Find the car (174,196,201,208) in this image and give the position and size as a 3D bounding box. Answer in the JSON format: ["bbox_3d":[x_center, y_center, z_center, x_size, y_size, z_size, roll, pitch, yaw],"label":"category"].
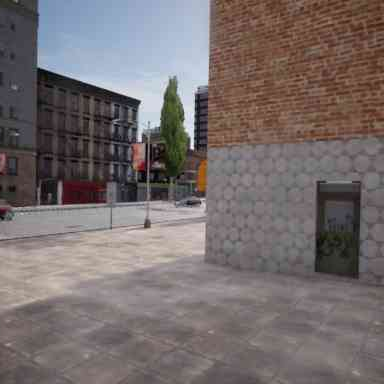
[{"bbox_3d":[-0.626,1.374,47.411,2.128,1.511,4.902,2,1,35],"label":"car"}]

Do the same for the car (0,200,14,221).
[{"bbox_3d":[-16.175,1.368,25.286,2.097,1.767,4.553,2,1,35],"label":"car"}]
